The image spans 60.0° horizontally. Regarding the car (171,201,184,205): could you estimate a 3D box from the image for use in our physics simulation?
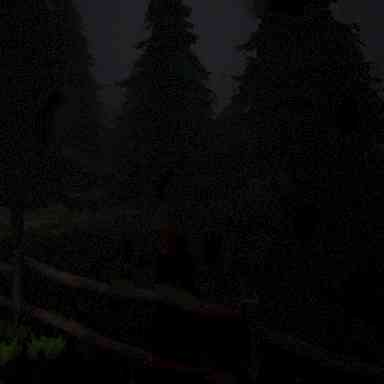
[{"bbox_3d":[-2.690,1.602,37.087,4.181,1.385,1.994,0,0,-13],"label":"car"}]
